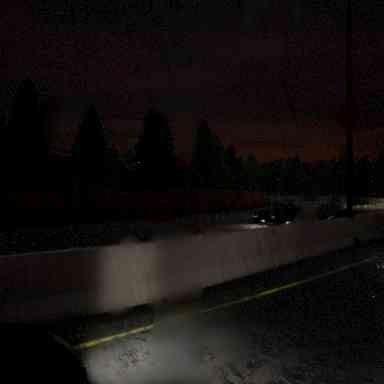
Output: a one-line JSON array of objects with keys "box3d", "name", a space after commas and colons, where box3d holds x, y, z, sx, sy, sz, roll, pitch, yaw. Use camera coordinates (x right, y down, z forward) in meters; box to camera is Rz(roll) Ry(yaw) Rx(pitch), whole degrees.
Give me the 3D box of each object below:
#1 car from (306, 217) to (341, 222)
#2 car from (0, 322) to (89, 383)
[{"box3d": [9.243, 1.540, 22.300, 1.812, 1.442, 4.674, 0, 0, 41], "name": "car"}, {"box3d": [-3.045, 1.517, 1.750, 4.892, 1.490, 1.837, -1, 1, -35], "name": "car"}]
